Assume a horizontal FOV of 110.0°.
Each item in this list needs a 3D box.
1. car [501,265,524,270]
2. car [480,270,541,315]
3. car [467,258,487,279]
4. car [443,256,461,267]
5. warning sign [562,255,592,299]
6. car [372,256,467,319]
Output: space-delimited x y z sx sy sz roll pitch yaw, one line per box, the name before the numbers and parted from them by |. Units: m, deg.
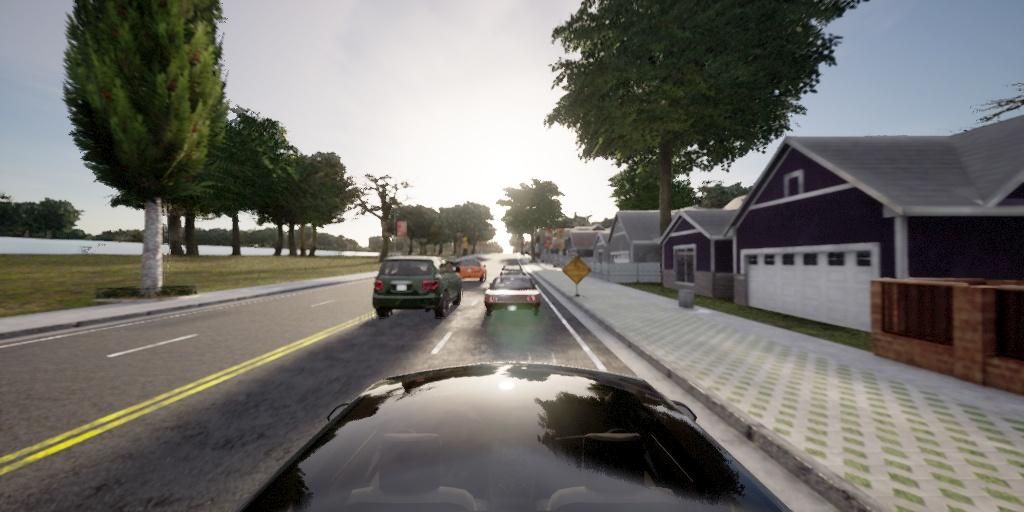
car | 0.029 1.353 28.707 1.895 1.301 4.718 0 0 0
car | 0.032 1.386 13.722 1.895 1.301 4.718 0 0 1
car | -3.213 1.102 29.278 2.097 1.767 4.553 0 0 0
car | -9.820 0.873 58.803 2.097 1.767 4.553 0 1 0
warning sign | 2.847 0.900 15.660 1.300 1.860 1.060 0 0 0
car | -3.224 1.008 13.227 2.150 2.045 5.566 0 0 0
